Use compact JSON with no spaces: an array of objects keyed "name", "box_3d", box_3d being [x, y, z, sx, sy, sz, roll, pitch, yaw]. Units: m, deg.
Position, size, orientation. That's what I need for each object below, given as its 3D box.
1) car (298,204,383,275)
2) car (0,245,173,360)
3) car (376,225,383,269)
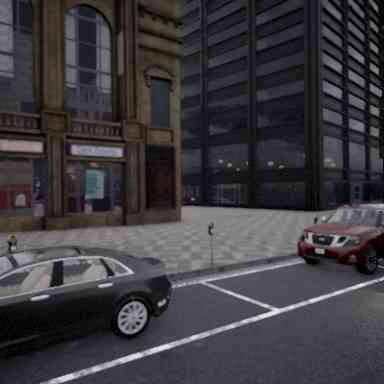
[{"name":"car","box_3d":[5.577,1.314,10.639,5.009,1.841,2.192,0,-1,-35]},{"name":"car","box_3d":[-2.378,1.551,4.963,4.403,1.369,2.008,0,-1,-35]},{"name":"car","box_3d":[7.106,1.546,8.425,5.357,1.411,2.033,0,0,-35]}]
